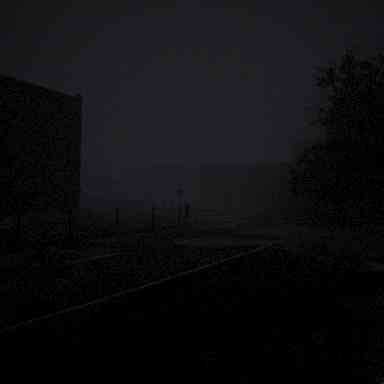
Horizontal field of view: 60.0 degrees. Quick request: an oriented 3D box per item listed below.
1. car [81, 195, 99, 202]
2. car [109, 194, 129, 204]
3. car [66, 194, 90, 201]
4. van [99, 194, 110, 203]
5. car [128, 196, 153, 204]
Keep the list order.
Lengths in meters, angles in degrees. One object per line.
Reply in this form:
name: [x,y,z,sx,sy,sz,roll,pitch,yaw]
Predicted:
car: [-21.448,1.342,73.683,2.185,1.767,4.553,2,0,32]
car: [-14.337,1.522,69.322,2.185,1.767,4.553,1,-1,32]
car: [-26.202,1.337,76.566,2.231,1.521,4.892,2,0,32]
van: [-16.890,1.361,70.716,1.878,1.987,4.442,1,-1,32]
car: [-9.740,1.773,66.428,2.163,1.488,4.792,1,-1,32]
